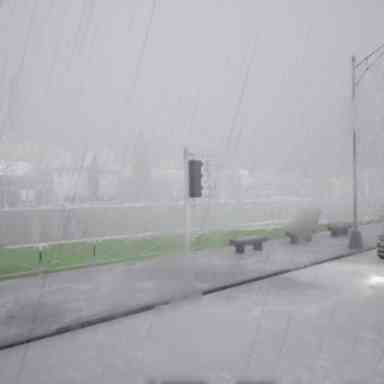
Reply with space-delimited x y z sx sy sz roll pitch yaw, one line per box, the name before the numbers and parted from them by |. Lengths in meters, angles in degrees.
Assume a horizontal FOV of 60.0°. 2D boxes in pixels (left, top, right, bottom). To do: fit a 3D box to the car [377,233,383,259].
car | 8.097 1.494 11.409 4.892 1.490 1.837 0 0 -39
